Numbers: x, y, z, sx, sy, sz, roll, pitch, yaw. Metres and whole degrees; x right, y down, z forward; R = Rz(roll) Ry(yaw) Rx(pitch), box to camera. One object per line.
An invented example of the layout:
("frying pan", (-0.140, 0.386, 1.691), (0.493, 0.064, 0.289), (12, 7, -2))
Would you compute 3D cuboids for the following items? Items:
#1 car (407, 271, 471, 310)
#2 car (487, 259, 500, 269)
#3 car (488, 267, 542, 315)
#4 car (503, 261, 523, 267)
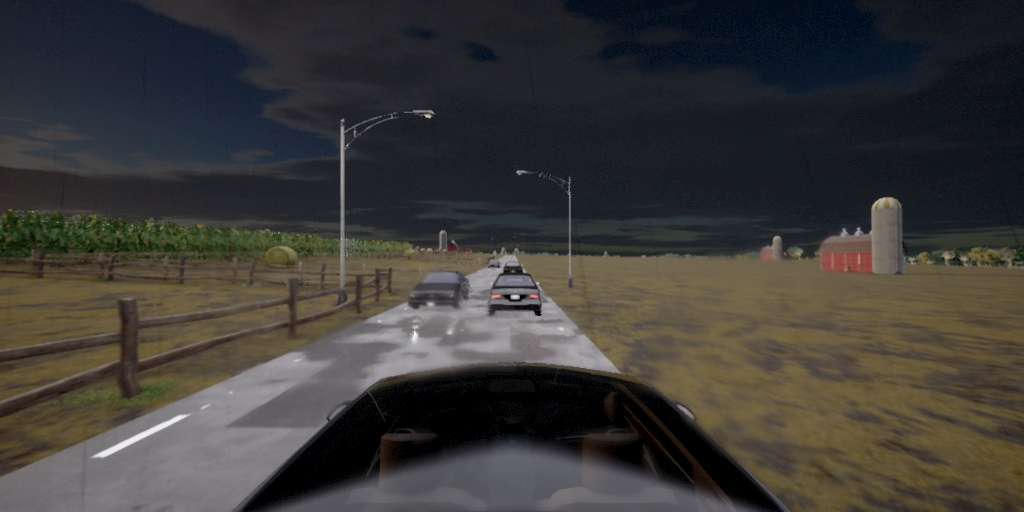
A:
("car", (-2.852, 1.341, 15.347), (2.033, 1.411, 5.357), (0, 0, 0))
("car", (-2.817, 1.222, 55.987), (1.837, 1.490, 4.892), (0, 0, 0))
("car", (0.100, 1.337, 13.731), (2.033, 1.411, 5.357), (0, 0, 0))
("car", (0.098, 1.278, 36.053), (1.882, 1.535, 5.008), (0, 0, 0))
